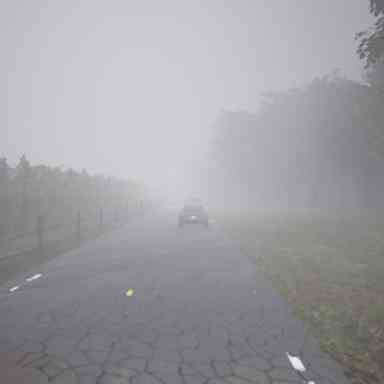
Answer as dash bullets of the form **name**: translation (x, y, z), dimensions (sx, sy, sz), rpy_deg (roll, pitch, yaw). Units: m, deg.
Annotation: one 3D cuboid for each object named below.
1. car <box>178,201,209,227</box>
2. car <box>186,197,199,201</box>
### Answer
- **car**: translation (0.092, 1.573, 22.868), dimensions (1.994, 1.385, 4.181), rpy_deg (0, 0, 0)
- **car**: translation (0.088, 1.417, 39.892), dimensions (2.097, 1.767, 4.553), rpy_deg (0, 0, 0)
